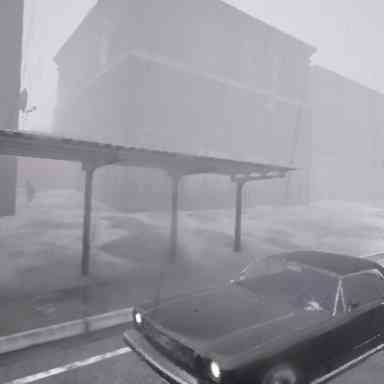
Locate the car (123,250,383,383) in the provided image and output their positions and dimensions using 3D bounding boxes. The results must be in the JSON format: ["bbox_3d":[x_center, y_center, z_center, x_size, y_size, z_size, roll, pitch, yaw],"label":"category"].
[{"bbox_3d":[1.511,1.602,4.679,4.718,1.301,1.895,0,0,-36],"label":"car"}]
